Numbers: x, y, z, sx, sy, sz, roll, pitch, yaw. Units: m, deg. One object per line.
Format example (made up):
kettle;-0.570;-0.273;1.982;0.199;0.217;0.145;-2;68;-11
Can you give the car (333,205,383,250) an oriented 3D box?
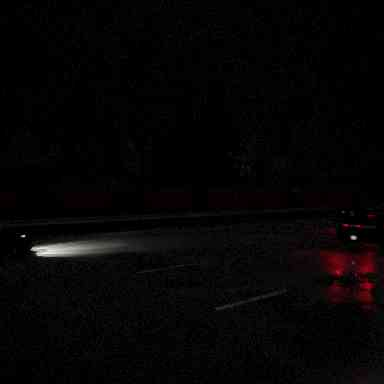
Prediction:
car;8.010;1.490;13.882;4.902;1.511;2.128;0;0;-36

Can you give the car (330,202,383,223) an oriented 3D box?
car;13.452;1.547;26.505;5.357;1.411;2.033;0;0;-36

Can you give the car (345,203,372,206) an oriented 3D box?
car;11.692;1.525;20.876;4.674;1.442;1.812;0;0;-36

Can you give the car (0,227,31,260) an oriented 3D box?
car;-7.729;1.564;11.131;4.181;1.385;1.994;0;0;-36
